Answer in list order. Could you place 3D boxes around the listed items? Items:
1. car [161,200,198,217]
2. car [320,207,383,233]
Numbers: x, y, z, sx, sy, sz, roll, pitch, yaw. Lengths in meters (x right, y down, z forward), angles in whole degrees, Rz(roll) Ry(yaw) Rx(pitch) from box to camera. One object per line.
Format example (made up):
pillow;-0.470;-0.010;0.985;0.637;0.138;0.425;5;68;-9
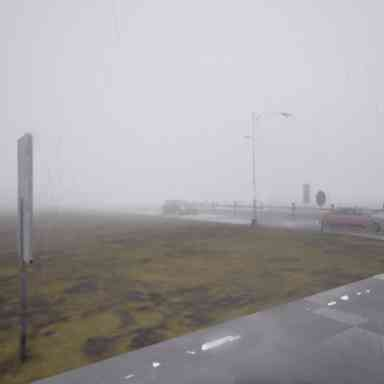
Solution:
car;-1.352;1.615;34.975;2.097;1.767;4.553;0;-1;-35
car;9.720;1.587;19.432;1.994;1.385;4.181;0;0;-35
